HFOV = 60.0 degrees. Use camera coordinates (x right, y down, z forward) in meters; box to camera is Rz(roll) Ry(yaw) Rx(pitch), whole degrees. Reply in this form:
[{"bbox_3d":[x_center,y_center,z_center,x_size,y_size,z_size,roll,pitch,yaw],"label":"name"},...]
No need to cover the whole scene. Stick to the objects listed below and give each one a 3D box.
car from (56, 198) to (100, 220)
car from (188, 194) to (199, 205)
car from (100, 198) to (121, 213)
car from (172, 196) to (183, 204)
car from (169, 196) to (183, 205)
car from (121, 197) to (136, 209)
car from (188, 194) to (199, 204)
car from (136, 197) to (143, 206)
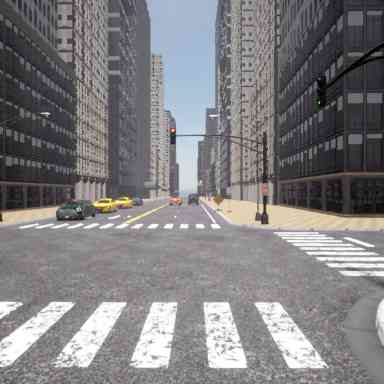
[{"bbox_3d":[-9.766,1.374,28.236,2.097,1.767,4.553,0,0,0],"label":"car"},{"bbox_3d":[0.278,1.606,60.154,1.837,1.490,4.892,0,0,0],"label":"car"},{"bbox_3d":[-9.741,1.516,37.423,1.882,1.535,5.008,0,0,0],"label":"car"},{"bbox_3d":[-2.971,1.633,70.131,2.128,1.511,4.902,0,0,0],"label":"car"},{"bbox_3d":[-2.971,1.452,59.942,2.097,1.767,4.553,0,0,0],"label":"car"},{"bbox_3d":[-9.707,1.538,47.105,1.882,1.535,5.008,0,0,0],"label":"car"},{"bbox_3d":[0.281,1.361,70.361,2.150,2.045,5.566,0,0,0],"label":"car"},{"bbox_3d":[-9.635,1.640,57.752,2.033,1.411,5.357,0,0,1],"label":"car"}]
